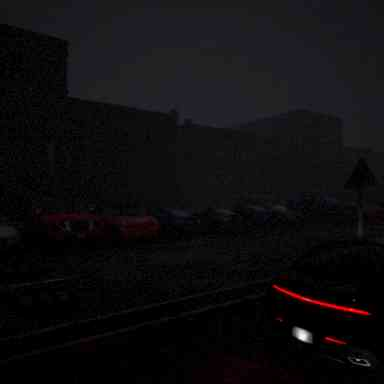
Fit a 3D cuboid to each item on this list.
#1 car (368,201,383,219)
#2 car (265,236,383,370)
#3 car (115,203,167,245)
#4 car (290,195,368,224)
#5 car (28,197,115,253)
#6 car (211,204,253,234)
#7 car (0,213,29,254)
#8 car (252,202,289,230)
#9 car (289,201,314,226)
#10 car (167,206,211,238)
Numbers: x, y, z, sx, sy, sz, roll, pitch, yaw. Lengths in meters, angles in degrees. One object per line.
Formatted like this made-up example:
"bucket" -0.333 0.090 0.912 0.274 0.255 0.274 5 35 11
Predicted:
"car" 14.359 1.486 29.140 1.946 1.575 5.366 0 0 -36
"car" 3.329 1.506 5.498 4.892 1.490 1.837 0 0 -35
"car" -3.465 1.376 16.145 2.185 1.767 4.553 0 0 -36
"car" 9.997 1.234 25.763 2.435 2.045 5.566 0 0 -36
"car" -5.711 1.254 14.545 2.435 2.045 5.566 0 0 -36
"car" 1.007 1.534 19.374 2.002 1.452 4.674 0 0 -36
"car" -7.973 1.548 12.967 2.002 1.452 4.674 0 0 -36
"car" 3.253 1.490 20.974 2.097 1.535 5.008 0 0 -36
"car" 5.492 1.527 22.583 2.002 1.452 4.674 0 0 -36
"car" -1.343 1.538 17.696 2.002 1.452 4.674 0 0 -36
